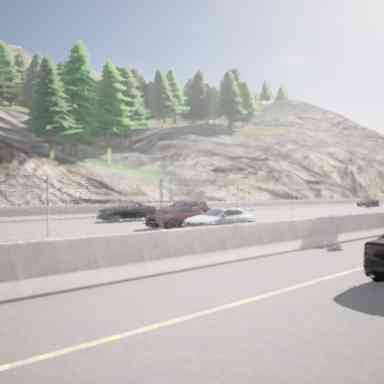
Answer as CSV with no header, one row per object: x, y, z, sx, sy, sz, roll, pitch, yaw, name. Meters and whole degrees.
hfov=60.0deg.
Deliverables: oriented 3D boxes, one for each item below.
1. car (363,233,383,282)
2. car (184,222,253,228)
6.372,1.493,8.621,5.008,1.535,1.882,0,0,-37,car
1.610,1.567,18.418,4.674,1.442,1.812,0,0,-37,car
